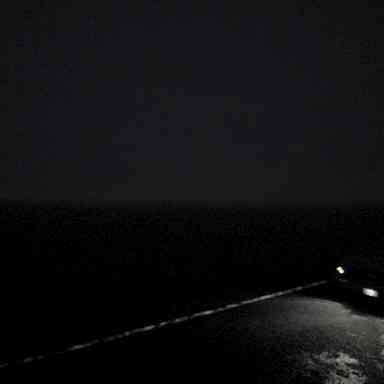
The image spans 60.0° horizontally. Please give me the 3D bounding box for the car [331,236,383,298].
[{"bbox_3d":[5.636,1.573,8.010,5.357,1.411,2.033,0,0,-35],"label":"car"}]
